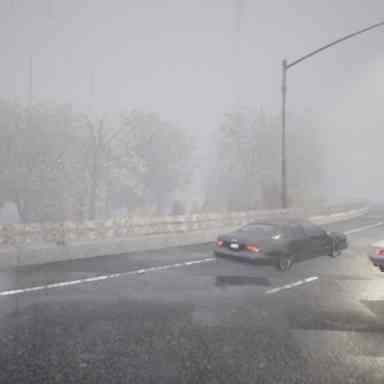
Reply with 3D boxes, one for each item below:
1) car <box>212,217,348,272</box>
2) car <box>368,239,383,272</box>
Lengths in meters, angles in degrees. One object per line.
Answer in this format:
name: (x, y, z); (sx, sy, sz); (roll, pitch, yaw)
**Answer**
car: (3.079, 1.554, 10.896); (5.357, 1.411, 2.033); (0, 0, -41)
car: (7.015, 1.610, 9.742); (4.718, 1.301, 1.895); (0, 0, -42)
